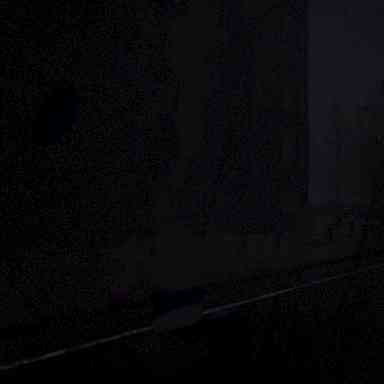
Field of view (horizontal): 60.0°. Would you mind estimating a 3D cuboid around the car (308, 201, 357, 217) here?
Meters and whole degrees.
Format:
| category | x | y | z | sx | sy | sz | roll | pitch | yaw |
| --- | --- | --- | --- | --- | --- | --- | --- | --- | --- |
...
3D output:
| category | x | y | z | sx | sy | sz | roll | pitch | yaw |
| --- | --- | --- | --- | --- | --- | --- | --- | --- | --- |
| car | 12.606 | 1.510 | 30.395 | 1.812 | 1.442 | 4.674 | 0 | 0 | -34 |
